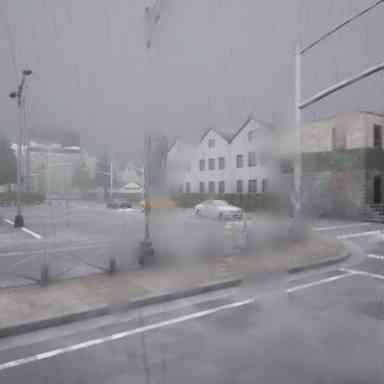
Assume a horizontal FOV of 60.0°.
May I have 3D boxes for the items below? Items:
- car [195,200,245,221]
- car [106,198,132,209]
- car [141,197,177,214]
[{"bbox_3d":[2.055,1.352,25.881,1.812,1.442,4.674,0,0,-35],"label":"car"},{"bbox_3d":[-9.174,1.391,41.744,1.994,1.385,4.181,0,0,-35],"label":"car"},{"bbox_3d":[-3.406,1.304,33.555,1.882,1.535,5.008,0,0,-35],"label":"car"}]
